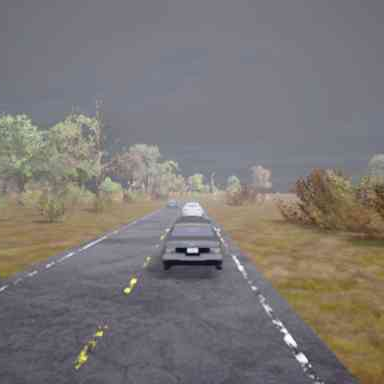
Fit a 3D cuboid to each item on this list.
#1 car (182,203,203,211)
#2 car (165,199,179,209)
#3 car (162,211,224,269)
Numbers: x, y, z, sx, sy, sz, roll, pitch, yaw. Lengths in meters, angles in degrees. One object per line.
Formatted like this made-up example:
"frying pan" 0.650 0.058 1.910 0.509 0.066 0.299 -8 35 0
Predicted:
"car" 0.034 1.724 31.186 1.812 1.442 4.674 0 0 0
"car" -3.135 1.860 52.651 1.812 1.442 4.674 0 0 0
"car" 0.034 1.621 11.393 2.033 1.411 5.357 0 0 0
